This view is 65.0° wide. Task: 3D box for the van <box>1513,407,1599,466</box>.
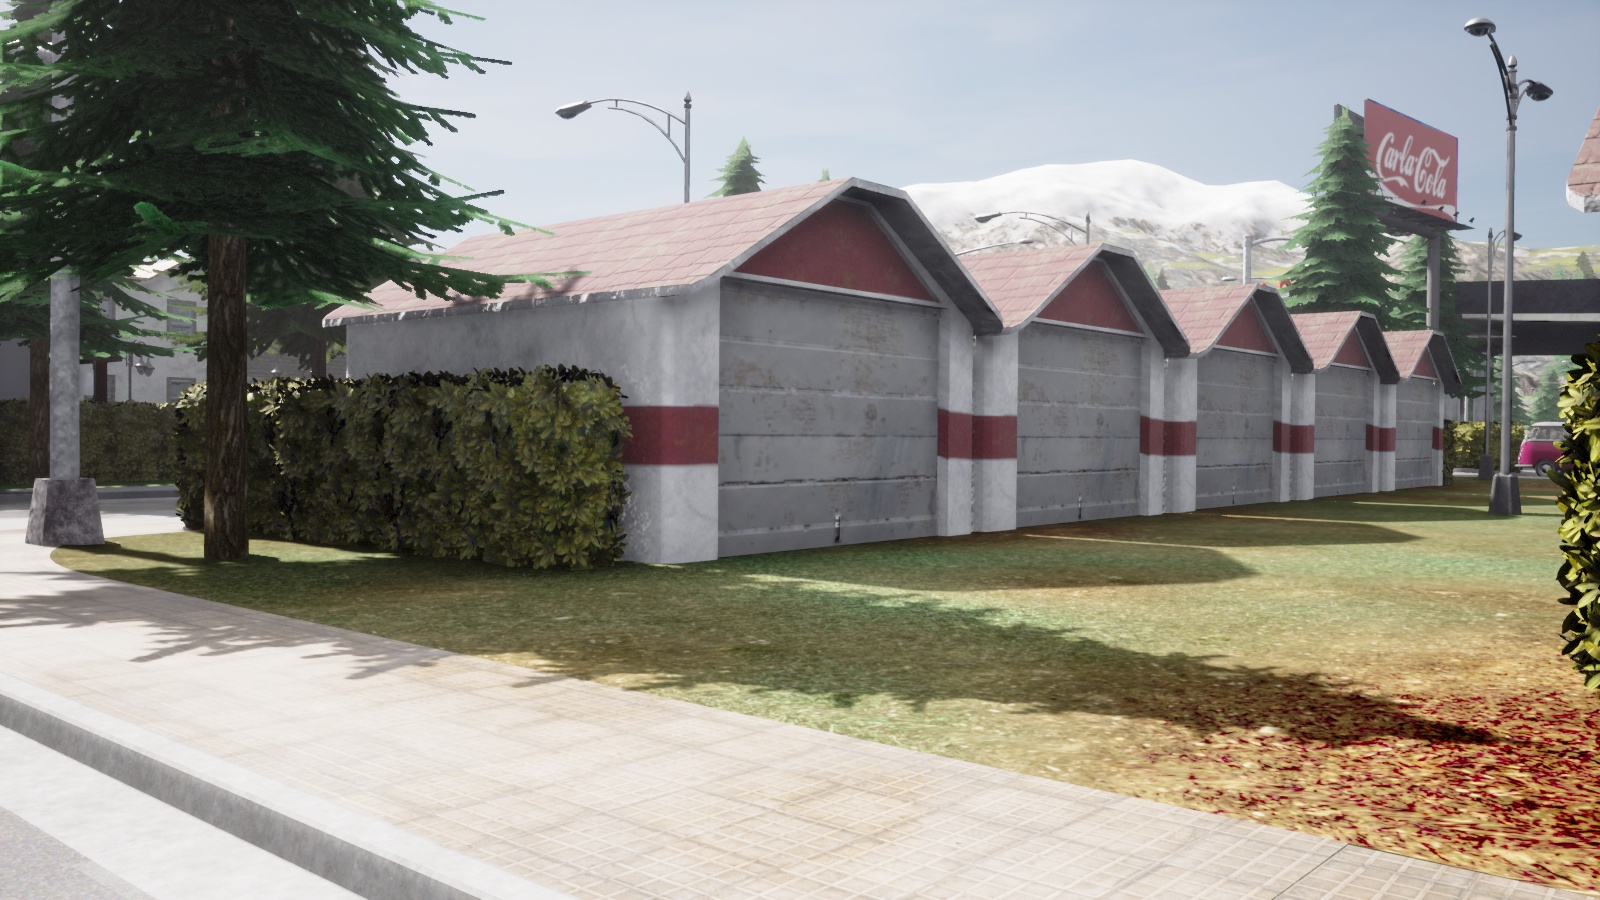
[{"bbox_3d":[27.249,-0.453,43.202,4.442,1.987,1.775,1,1,40],"label":"van"}]
